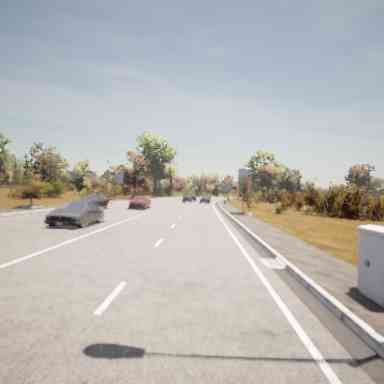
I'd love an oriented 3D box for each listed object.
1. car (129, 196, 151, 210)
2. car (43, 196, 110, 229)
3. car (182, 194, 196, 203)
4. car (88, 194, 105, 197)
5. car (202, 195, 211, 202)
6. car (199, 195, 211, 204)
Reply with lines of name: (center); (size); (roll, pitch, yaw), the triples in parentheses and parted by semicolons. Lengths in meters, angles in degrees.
car: (-5.883, 1.191, 38.067); (1.882, 1.535, 5.008); (3, 0, 2)
car: (-6.575, 1.213, 19.402); (2.033, 1.411, 5.357); (3, 0, 2)
car: (-0.880, 1.401, 68.691); (1.837, 1.490, 4.892); (3, 0, 4)
car: (-9.601, 0.986, 32.796); (1.882, 1.535, 5.008); (3, 0, 2)
car: (3.441, 1.479, 78.685); (1.837, 1.490, 4.892); (3, 0, 6)
car: (2.608, 1.597, 68.479); (1.812, 1.442, 4.674); (3, 0, 4)
